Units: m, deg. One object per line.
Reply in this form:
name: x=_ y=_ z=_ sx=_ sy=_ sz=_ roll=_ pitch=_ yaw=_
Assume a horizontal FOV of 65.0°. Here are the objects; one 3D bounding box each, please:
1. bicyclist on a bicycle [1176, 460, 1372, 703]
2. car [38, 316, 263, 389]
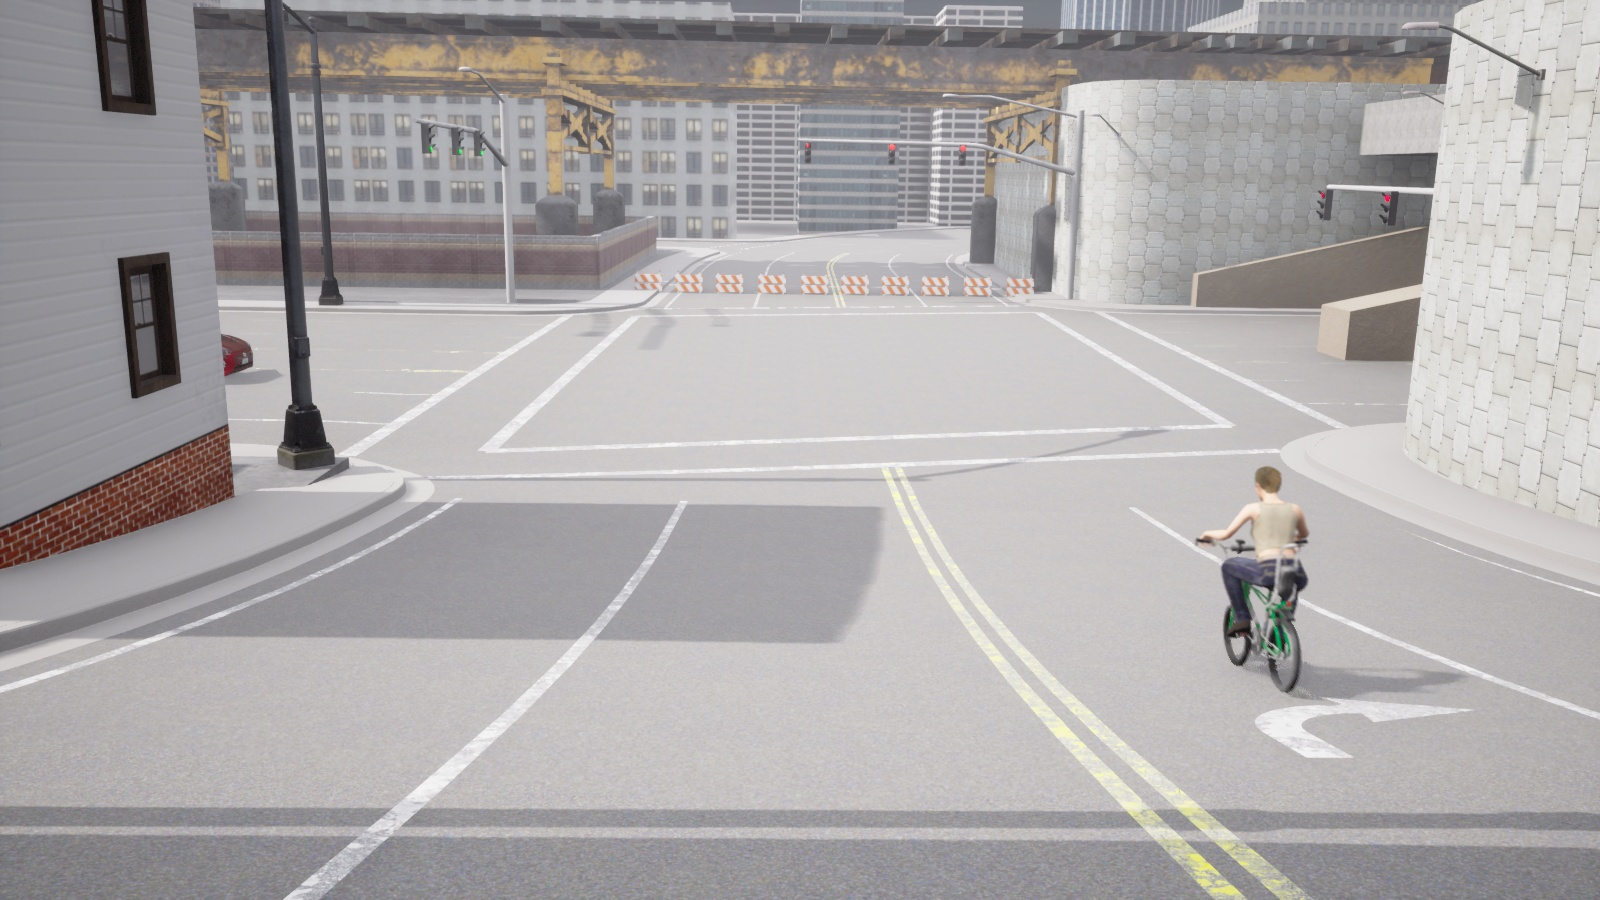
bicyclist on a bicycle: x=3.475 y=0.909 z=9.367 sx=0.866 sy=1.612 sz=1.509 roll=0 pitch=2 yaw=0
car: x=-16.273 y=-2.487 z=31.652 sx=4.514 sy=1.525 sz=2.007 roll=0 pitch=12 yaw=0
